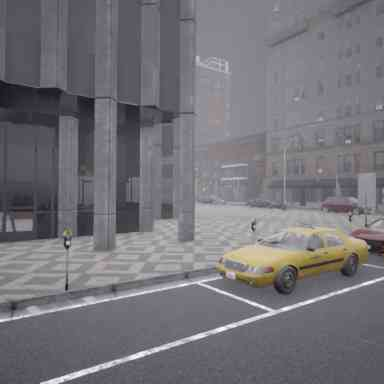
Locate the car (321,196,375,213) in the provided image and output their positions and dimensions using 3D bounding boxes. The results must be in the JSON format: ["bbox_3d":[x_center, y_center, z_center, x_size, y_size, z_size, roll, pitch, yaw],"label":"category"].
[{"bbox_3d":[14.576,1.198,31.210,2.097,1.767,4.553,1,0,-35],"label":"car"}]

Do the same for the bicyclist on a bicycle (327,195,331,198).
[{"bbox_3d":[16.332,1.158,39.536,1.656,1.620,0.582,0,0,-35],"label":"bicyclist on a bicycle"}]

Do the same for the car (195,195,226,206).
[{"bbox_3d":[2.866,1.152,47.800,2.128,1.511,4.902,1,0,-35],"label":"car"}]

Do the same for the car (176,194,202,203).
[{"bbox_3d":[-0.619,1.088,58.181,2.128,1.511,4.902,1,0,-35],"label":"car"}]

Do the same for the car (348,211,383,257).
[{"bbox_3d":[7.535,1.547,12.148,4.507,1.381,1.887,0,1,-36],"label":"car"}]

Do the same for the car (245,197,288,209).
[{"bbox_3d":[8.754,1.302,39.444,2.033,1.411,5.357,1,0,-36],"label":"car"}]

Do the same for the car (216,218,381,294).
[{"bbox_3d":[2.821,1.527,8.777,4.829,1.417,1.752,0,1,-36],"label":"car"}]
